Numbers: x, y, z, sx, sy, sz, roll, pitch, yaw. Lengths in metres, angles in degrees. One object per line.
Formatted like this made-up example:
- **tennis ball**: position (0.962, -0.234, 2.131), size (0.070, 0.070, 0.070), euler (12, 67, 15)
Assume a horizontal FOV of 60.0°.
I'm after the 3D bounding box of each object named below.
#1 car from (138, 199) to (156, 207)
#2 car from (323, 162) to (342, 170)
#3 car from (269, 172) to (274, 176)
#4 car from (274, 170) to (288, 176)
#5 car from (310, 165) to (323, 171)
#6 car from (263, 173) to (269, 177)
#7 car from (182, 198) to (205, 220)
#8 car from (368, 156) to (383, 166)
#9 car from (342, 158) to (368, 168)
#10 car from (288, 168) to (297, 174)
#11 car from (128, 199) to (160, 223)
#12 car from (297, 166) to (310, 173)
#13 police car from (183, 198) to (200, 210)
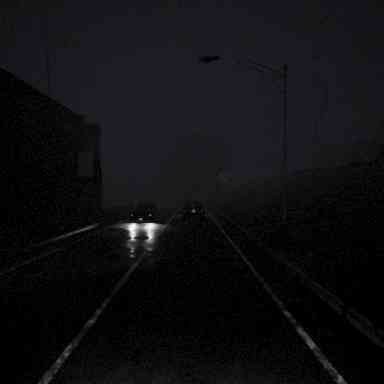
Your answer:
- **car**: position (-9.141, 2.126, 67.091), size (2.128, 1.511, 4.902), euler (0, -2, -25)
- **car**: position (22.502, -3.807, 50.459), size (2.097, 1.535, 5.008), euler (0, 1, -4)
- **car**: position (21.466, -4.264, 83.487), size (2.002, 1.452, 4.674), euler (0, 1, -1)
- **car**: position (21.579, -4.361, 77.993), size (2.185, 1.767, 4.553), euler (0, 1, -1)
- **car**: position (22.155, -3.873, 55.997), size (2.002, 1.452, 4.674), euler (0, 1, -2)
- **car**: position (21.348, -4.500, 89.160), size (2.185, 1.767, 4.553), euler (0, 1, -1)
- **car**: position (0.130, 1.520, 27.930), size (2.033, 1.411, 5.357), euler (0, 0, 0)
- **car**: position (23.578, -3.563, 39.262), size (2.163, 1.488, 4.792), euler (0, 1, -6)
- **car**: position (22.964, -3.827, 44.953), size (2.185, 1.767, 4.553), euler (0, 1, -5)
- **car**: position (21.805, -4.096, 67.057), size (2.231, 1.521, 4.892), euler (0, 1, -1)
- **car**: position (-3.571, 1.520, 25.870), size (2.033, 1.411, 5.357), euler (0, 0, 0)
- **car**: position (21.928, -4.013, 61.539), size (2.231, 1.521, 4.892), euler (0, 1, -1)
- **police car**: position (-0.160, 1.582, 45.094), size (2.038, 1.542, 4.974), euler (0, -1, -3)
